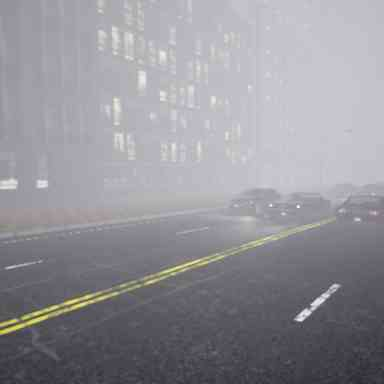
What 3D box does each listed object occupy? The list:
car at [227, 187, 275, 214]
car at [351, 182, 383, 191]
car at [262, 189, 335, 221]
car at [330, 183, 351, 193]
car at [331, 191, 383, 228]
[{"bbox_3d":[4.107,0.477,21.012,1.837,1.490,4.892,2,3,39],"label":"car"},{"bbox_3d":[16.955,-0.024,31.460,1.882,1.535,5.008,2,3,40],"label":"car"},{"bbox_3d":[5.927,0.699,18.121,1.895,1.301,4.718,2,3,39],"label":"car"},{"bbox_3d":[16.165,-0.206,35.600,1.882,1.535,5.008,2,3,40],"label":"car"},{"bbox_3d":[8.381,0.800,15.679,1.895,1.301,4.718,2,3,40],"label":"car"}]
